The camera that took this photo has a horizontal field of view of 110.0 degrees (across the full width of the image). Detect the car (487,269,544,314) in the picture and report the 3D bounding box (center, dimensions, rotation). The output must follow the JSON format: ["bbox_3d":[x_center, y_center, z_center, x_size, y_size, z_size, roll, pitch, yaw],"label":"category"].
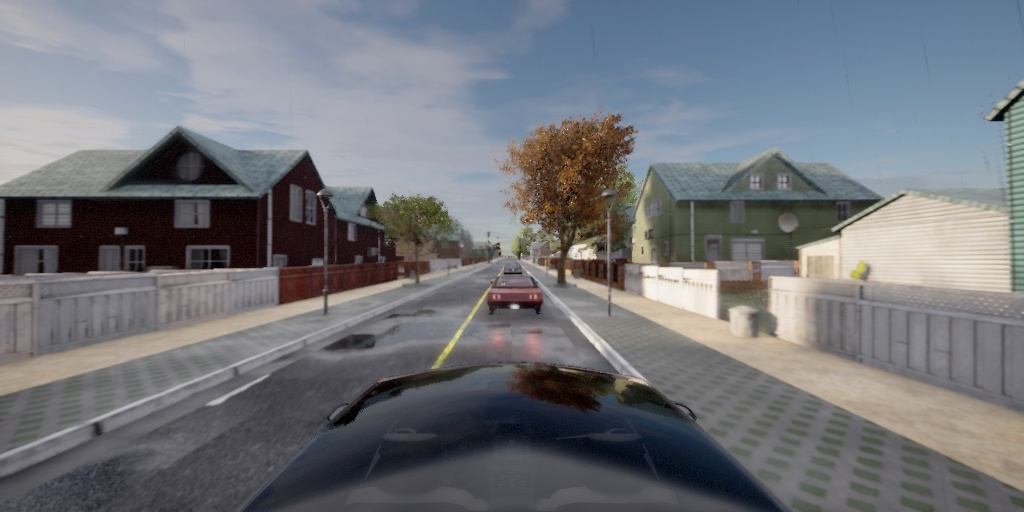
[{"bbox_3d":[0.101,1.364,13.865,1.895,1.301,4.718,0,0,0],"label":"car"}]

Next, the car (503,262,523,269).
[{"bbox_3d":[0.103,1.326,35.190,2.033,1.411,5.357,0,0,0],"label":"car"}]
